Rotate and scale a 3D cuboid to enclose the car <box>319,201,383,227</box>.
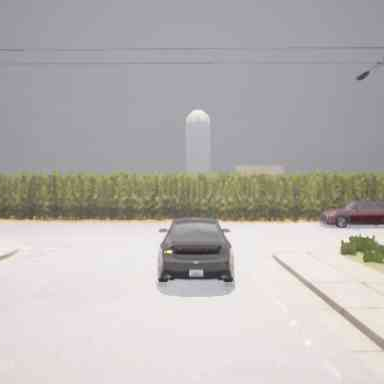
[{"bbox_3d":[10.642,1.356,21.448,4.553,1.767,2.097,0,0,1],"label":"car"}]

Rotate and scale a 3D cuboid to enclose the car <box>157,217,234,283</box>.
[{"bbox_3d":[0.080,1.495,9.592,1.837,1.490,4.892,0,0,0],"label":"car"}]
